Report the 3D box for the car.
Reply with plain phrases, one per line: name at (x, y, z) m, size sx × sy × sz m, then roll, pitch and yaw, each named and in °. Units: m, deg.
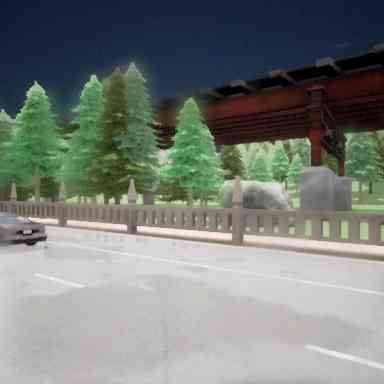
car at (-8.297, 1.561, 14.087) m, size 5.357 × 1.411 × 2.033 m, roll 0°, pitch 0°, yaw 36°
